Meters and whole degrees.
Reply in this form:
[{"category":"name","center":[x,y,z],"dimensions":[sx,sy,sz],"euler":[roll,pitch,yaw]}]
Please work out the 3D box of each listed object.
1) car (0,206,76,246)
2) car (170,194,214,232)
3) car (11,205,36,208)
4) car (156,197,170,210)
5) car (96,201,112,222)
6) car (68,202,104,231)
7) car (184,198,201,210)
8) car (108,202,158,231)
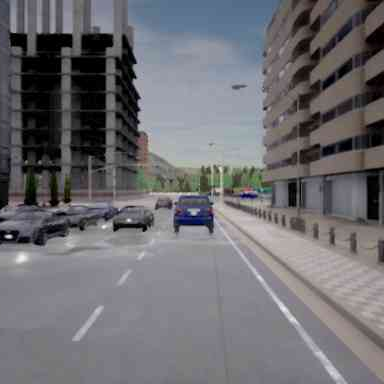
[{"category":"car","center":[-7.032,1.514,14.761],"dimensions":[1.994,1.385,4.181],"euler":[0,0,0]},{"category":"car","center":[0.109,1.155,19.521],"dimensions":[2.150,2.045,5.566],"euler":[0,0,0]},{"category":"car","center":[-10.502,1.494,20.738],"dimensions":[1.994,1.385,4.181],"euler":[0,0,0]},{"category":"car","center":[-3.446,1.353,41.232],"dimensions":[2.128,1.511,4.902],"euler":[0,0,0]},{"category":"car","center":[-7.003,1.438,25.802],"dimensions":[1.812,1.442,4.674],"euler":[0,0,0]},{"category":"car","center":[-7.002,1.498,19.971],"dimensions":[1.994,1.385,4.181],"euler":[0,0,0]},{"category":"car","center":[0.056,1.425,41.142],"dimensions":[1.994,1.385,4.181],"euler":[0,0,0]},{"category":"car","center":[-3.404,1.496,19.982],"dimensions":[1.994,1.385,4.181],"euler":[0,0,0]}]
